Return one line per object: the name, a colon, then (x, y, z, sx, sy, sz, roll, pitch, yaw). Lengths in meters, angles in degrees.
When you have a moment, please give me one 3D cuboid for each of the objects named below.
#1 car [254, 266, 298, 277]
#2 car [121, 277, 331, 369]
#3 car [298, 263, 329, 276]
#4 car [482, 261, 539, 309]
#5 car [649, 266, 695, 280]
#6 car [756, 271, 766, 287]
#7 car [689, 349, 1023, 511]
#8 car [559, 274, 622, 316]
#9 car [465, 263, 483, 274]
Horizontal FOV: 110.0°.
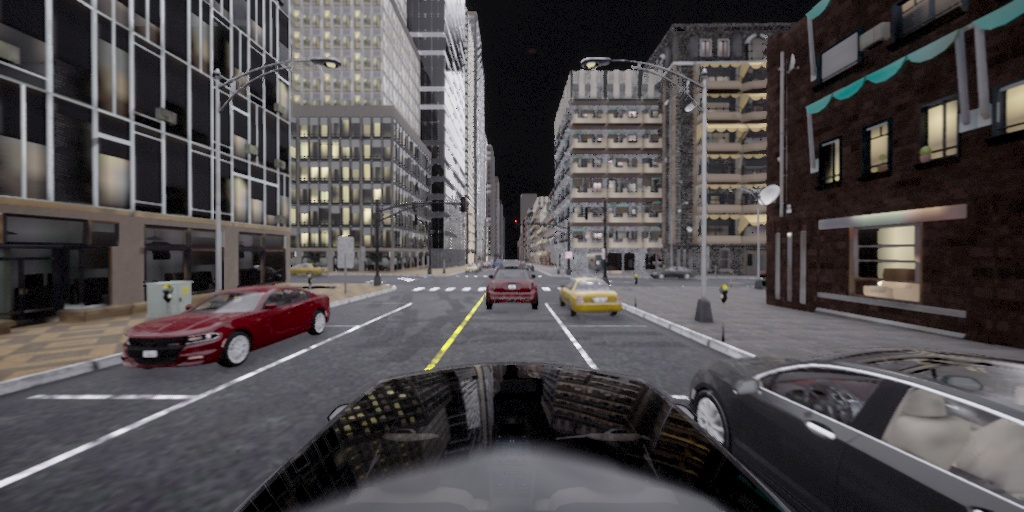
car: (-20.272, 1.460, 28.910, 4.403, 1.370, 2.007, 0, 0, 1)
car: (-5.817, 1.353, 8.012, 1.888, 1.381, 4.507, 0, 0, 0)
car: (-21.648, 1.365, 37.245, 4.829, 1.417, 1.751, 0, 0, 1)
car: (0.011, 1.231, 15.919, 2.097, 1.767, 4.553, 0, -1, 0)
car: (16.327, 1.707, 36.724, 4.403, 1.370, 2.007, 0, 0, 1)
car: (21.730, 1.826, 28.263, 4.313, 1.339, 1.948, 0, 0, 1)
car: (2.820, 1.306, 2.305, 2.007, 1.370, 4.403, 0, 0, 0)
car: (2.826, 1.385, 13.764, 1.751, 1.417, 4.829, 0, 0, 0)
car: (-5.664, 1.739, 51.382, 1.751, 1.417, 4.829, 0, 0, 0)
